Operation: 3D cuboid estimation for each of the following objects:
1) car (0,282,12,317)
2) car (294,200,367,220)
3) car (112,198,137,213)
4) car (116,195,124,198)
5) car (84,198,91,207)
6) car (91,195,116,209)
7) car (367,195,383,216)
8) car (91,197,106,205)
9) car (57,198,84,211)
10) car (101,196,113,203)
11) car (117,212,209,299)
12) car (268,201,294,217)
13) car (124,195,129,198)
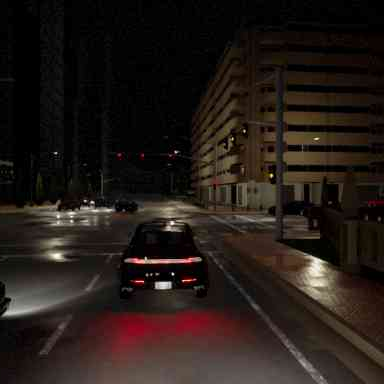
[{"bbox_3d":[-3.775,1.547,3.047,2.033,1.411,5.357,0,0,-4],"label":"car"},{"bbox_3d":[11.627,1.547,28.096,4.902,1.511,2.128,0,0,-6],"label":"car"},{"bbox_3d":[-7.179,1.600,36.782,1.895,1.301,4.718,0,0,-2],"label":"car"},{"bbox_3d":[-12.787,1.352,53.785,2.097,1.767,4.553,0,0,-6],"label":"car"},{"bbox_3d":[-15.896,1.547,49.949,2.033,1.411,5.357,0,0,-6],"label":"car"},{"bbox_3d":[-11.802,1.526,44.790,1.812,1.442,4.674,0,0,-5],"label":"car"},{"bbox_3d":[19.554,1.277,32.527,5.566,2.045,2.150,0,0,-6],"label":"car"},{"bbox_3d":[-17.012,1.601,60.487,1.895,1.301,4.718,0,0,-6],"label":"car"},{"bbox_3d":[-14.859,1.526,40.415,1.812,1.442,4.674,0,0,-6],"label":"car"},{"bbox_3d":[-18.086,1.551,70.897,1.994,1.385,4.181,0,0,-6],"label":"car"},{"bbox_3d":[-0.711,1.492,8.491,2.128,1.511,4.902,0,0,-4],"label":"car"},{"bbox_3d":[9.696,1.533,31.399,5.008,1.535,1.882,0,0,-7],"label":"car"},{"bbox_3d":[-13.831,1.601,63.790,1.895,1.301,4.718,0,0,-6],"label":"car"}]
